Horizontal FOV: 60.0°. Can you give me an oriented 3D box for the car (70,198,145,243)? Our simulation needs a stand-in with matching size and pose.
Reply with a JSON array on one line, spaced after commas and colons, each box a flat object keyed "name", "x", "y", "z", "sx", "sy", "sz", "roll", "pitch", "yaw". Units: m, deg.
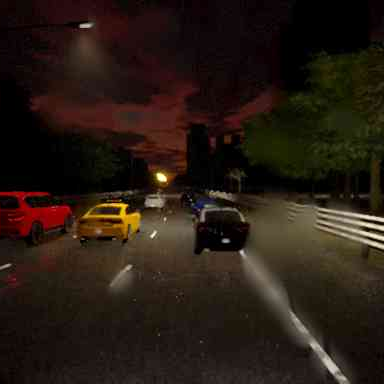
[{"name": "car", "x": -3.461, "y": 1.254, "z": 14.681, "sx": 1.882, "sy": 1.535, "sz": 5.008, "roll": 0, "pitch": 1, "yaw": 0}]

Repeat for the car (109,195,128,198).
[{"name": "car", "x": -7.158, "y": 0.988, "z": 32.514, "sx": 2.128, "sy": 1.511, "sz": 4.902, "roll": 0, "pitch": 1, "yaw": -1}]

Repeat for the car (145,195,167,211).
[{"name": "car", "x": -3.663, "y": 1.016, "z": 32.889, "sx": 1.812, "sy": 1.442, "sz": 4.674, "roll": 0, "pitch": 1, "yaw": -1}]

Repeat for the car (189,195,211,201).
[{"name": "car", "x": 0.929, "y": 1.180, "z": 22.587, "sx": 1.812, "sy": 1.442, "sz": 4.674, "roll": 0, "pitch": 1, "yaw": -1}]

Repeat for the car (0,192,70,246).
[{"name": "car", "x": -6.955, "y": 1.006, "z": 14.122, "sx": 2.150, "sy": 2.045, "sz": 5.566, "roll": 0, "pitch": 1, "yaw": 0}]

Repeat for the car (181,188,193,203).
[{"name": "car", "x": -0.493, "y": 0.602, "z": 47.477, "sx": 2.097, "sy": 1.767, "sz": 4.553, "roll": 0, "pitch": 1, "yaw": -1}]

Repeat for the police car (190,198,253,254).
[{"name": "police car", "x": 1.011, "y": 1.233, "z": 12.652, "sx": 1.930, "sy": 1.638, "sz": 5.238, "roll": 0, "pitch": 1, "yaw": 0}]

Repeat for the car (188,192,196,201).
[{"name": "car", "x": 0.856, "y": 1.036, "z": 28.612, "sx": 1.882, "sy": 1.535, "sz": 5.008, "roll": 0, "pitch": 1, "yaw": -1}]

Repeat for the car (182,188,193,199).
[{"name": "car", "x": -0.906, "y": 0.192, "z": 63.391, "sx": 2.150, "sy": 2.045, "sz": 5.566, "roll": 0, "pitch": 1, "yaw": -2}]
